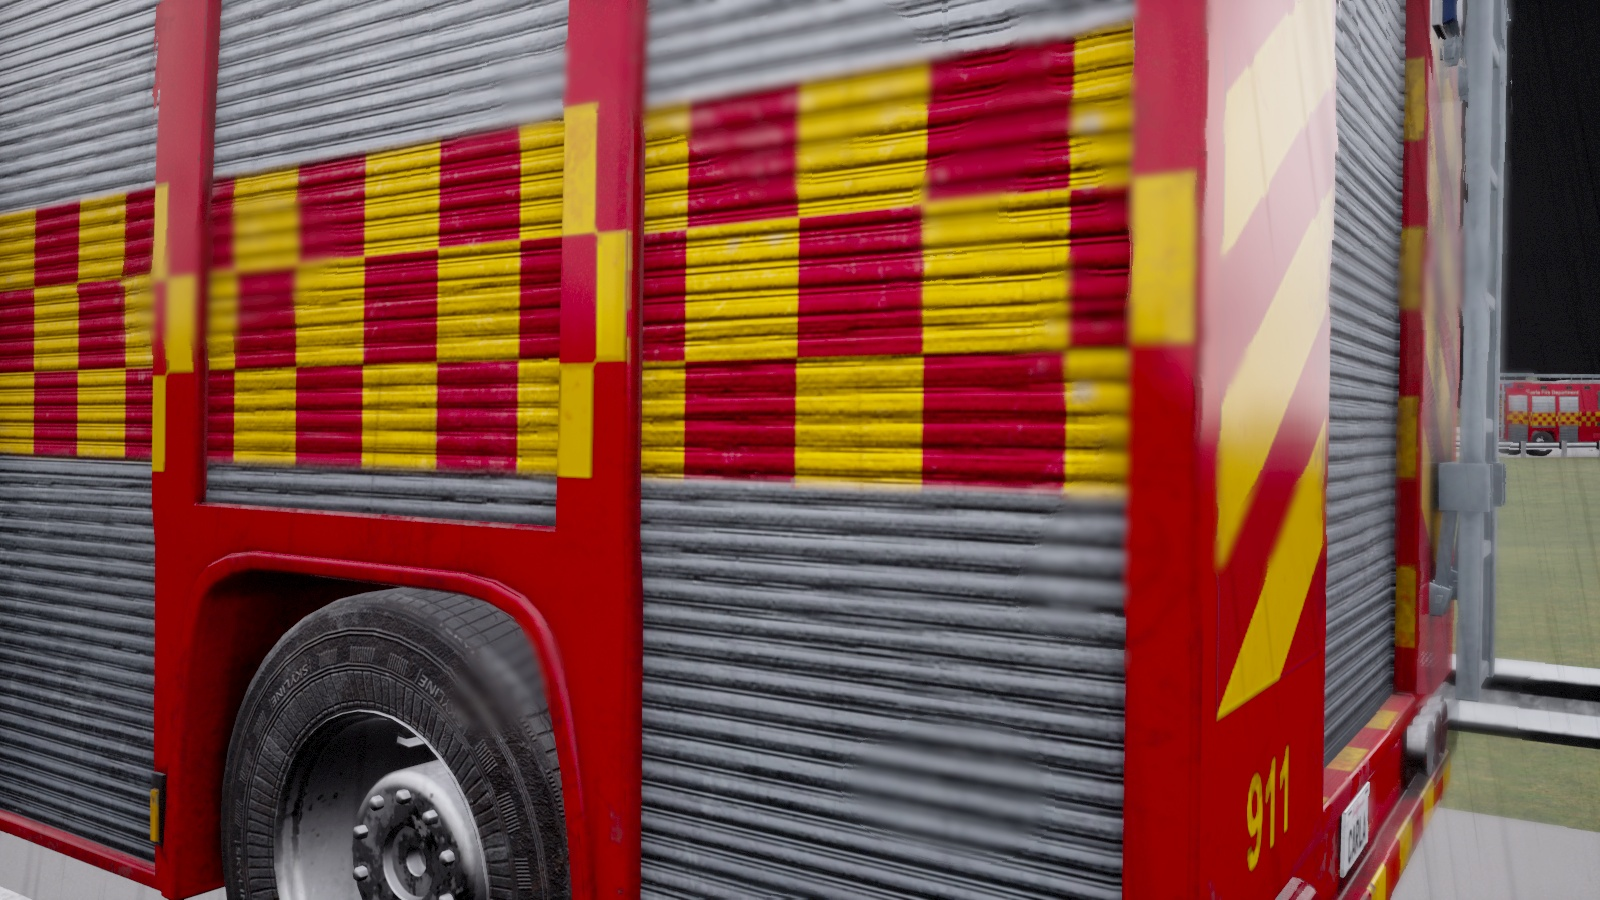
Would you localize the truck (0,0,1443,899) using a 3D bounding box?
[{"bbox_3d":[-2.277,-0.483,5.145,8.468,3.827,2.891,0,1,34],"label":"truck"}]

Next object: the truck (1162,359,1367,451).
[{"bbox_3d":[21.038,-1.995,56.967,8.468,3.827,2.891,-1,2,25],"label":"truck"}]

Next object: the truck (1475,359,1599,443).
[{"bbox_3d":[36.720,-2.318,59.086,8.468,3.827,2.891,-1,1,-3],"label":"truck"}]
